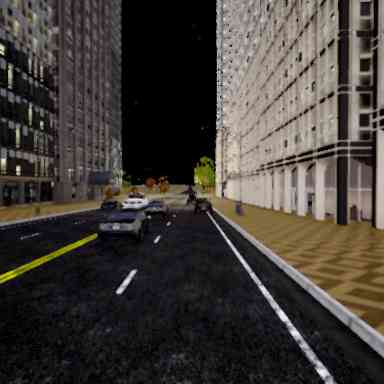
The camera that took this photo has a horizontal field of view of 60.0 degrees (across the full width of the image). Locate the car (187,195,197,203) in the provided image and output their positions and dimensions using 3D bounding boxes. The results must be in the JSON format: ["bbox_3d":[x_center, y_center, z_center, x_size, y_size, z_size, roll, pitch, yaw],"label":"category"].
[{"bbox_3d":[0.034,1.303,67.408,1.837,1.490,4.892,0,0,0],"label":"car"}]

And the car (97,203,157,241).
[{"bbox_3d":[-3.147,1.508,16.306,2.033,1.411,5.357,0,0,0],"label":"car"}]

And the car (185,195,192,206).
[{"bbox_3d":[0.030,1.364,53.253,1.837,1.490,4.892,0,1,0],"label":"car"}]

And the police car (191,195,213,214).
[{"bbox_3d":[1.155,1.337,34.889,1.930,1.638,5.238,0,0,0],"label":"police car"}]

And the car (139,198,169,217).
[{"bbox_3d":[-3.135,1.472,30.068,2.033,1.411,5.357,0,0,0],"label":"car"}]

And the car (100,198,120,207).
[{"bbox_3d":[-9.804,1.459,40.682,1.994,1.385,4.181,0,0,0],"label":"car"}]

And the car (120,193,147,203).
[{"bbox_3d":[-6.561,1.119,39.320,2.150,2.045,5.566,0,0,0],"label":"car"}]
